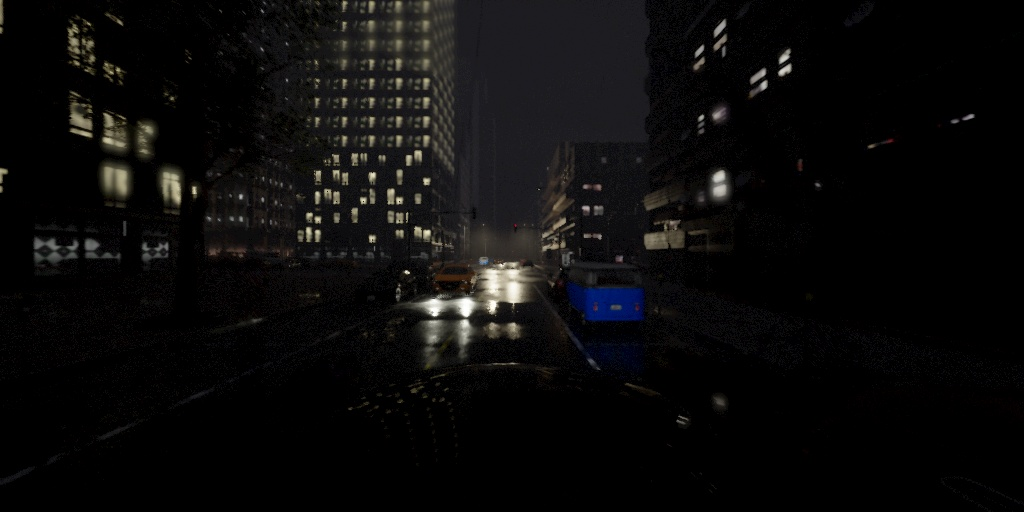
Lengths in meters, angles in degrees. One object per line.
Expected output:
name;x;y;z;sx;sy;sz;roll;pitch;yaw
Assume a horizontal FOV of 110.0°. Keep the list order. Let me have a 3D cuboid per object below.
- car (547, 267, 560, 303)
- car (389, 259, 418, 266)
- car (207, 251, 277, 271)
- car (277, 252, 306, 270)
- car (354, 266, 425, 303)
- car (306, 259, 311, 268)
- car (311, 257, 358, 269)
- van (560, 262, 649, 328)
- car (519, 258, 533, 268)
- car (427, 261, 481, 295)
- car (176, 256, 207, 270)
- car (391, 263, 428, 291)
car;2.699;1.185;16.659;1.967;1.591;4.097;0;0;0
car;-11.182;1.095;39.351;4.674;1.442;1.812;1;0;-1
car;-27.367;0.584;36.489;5.009;1.841;2.192;0;0;-1
car;-26.233;0.531;39.176;5.566;2.045;2.150;2;0;0
car;-5.681;1.311;16.662;1.948;1.339;4.313;0;0;0
car;-27.465;0.807;44.869;4.313;1.339;1.948;0;0;-1
car;-22.020;0.871;45.015;4.829;1.417;1.751;0;0;-1
van;2.696;1.087;11.108;1.690;1.789;3.998;0;0;0
car;2.724;1.304;61.549;1.948;1.339;4.313;0;0;0
car;-3.059;1.222;20.040;1.882;1.535;5.008;0;0;0
car;-32.986;0.731;36.428;4.313;1.339;1.948;0;0;-1
car;-5.678;1.310;21.908;1.948;1.339;4.313;0;0;0
